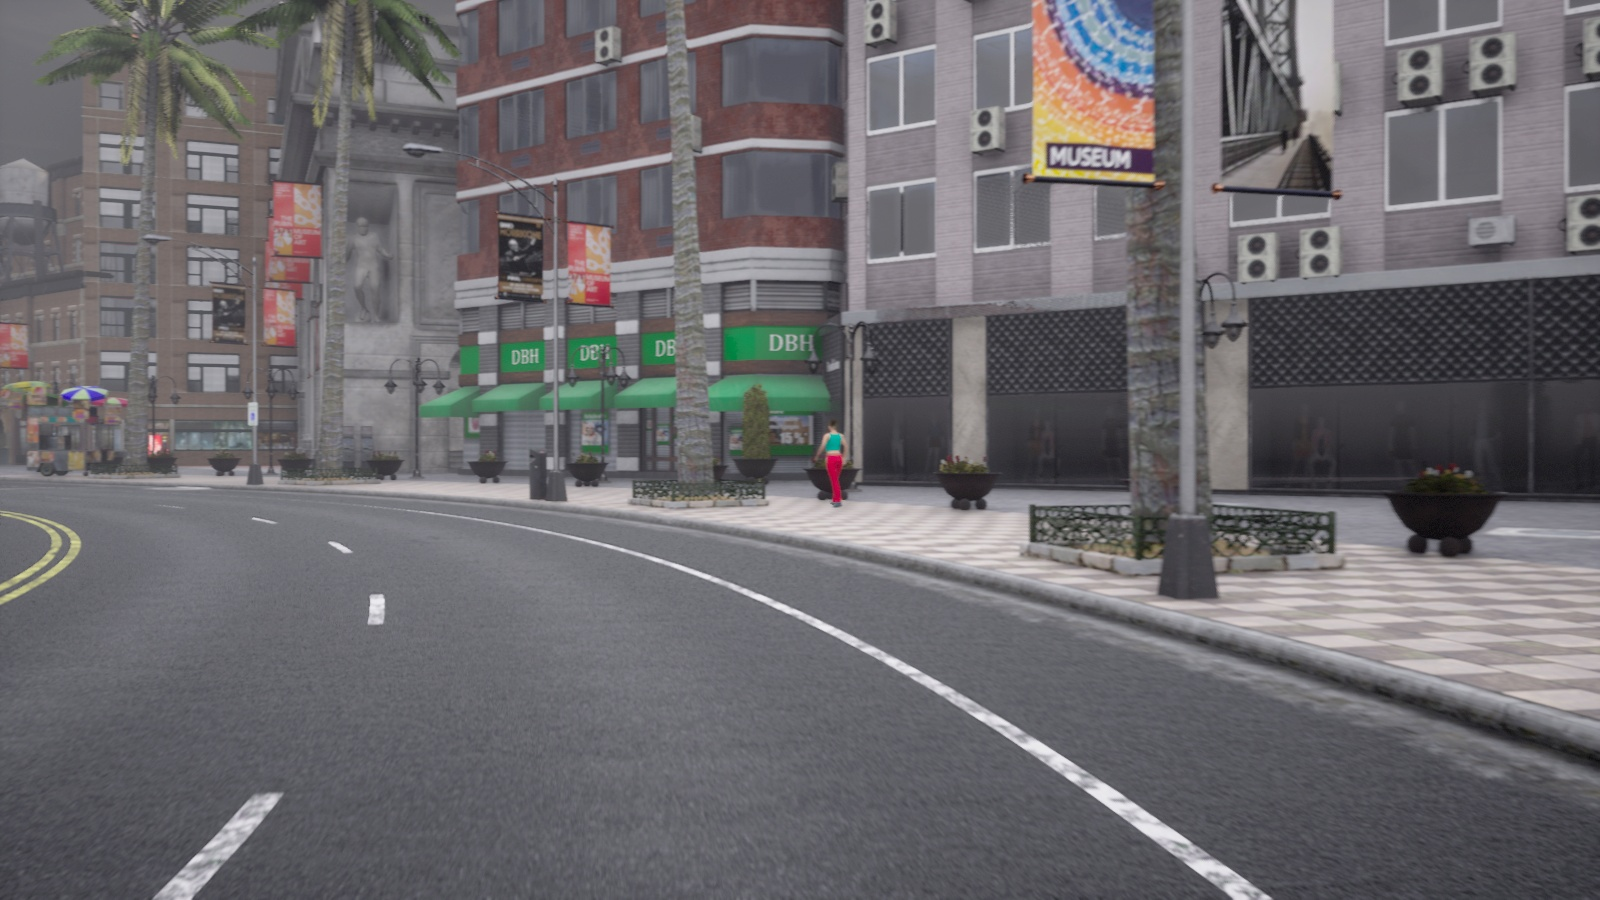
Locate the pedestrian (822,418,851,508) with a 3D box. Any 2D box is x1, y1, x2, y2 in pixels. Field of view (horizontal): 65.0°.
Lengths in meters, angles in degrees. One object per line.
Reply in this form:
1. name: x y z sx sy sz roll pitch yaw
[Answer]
1. pedestrian: 0.753 0.257 25.898 0.345 1.836 0.594 0 0 -29
